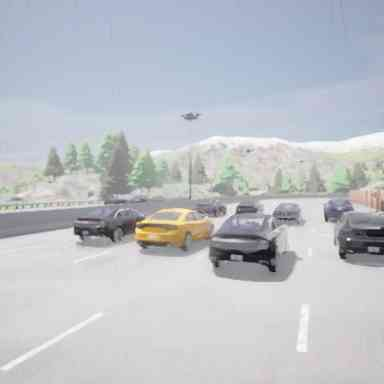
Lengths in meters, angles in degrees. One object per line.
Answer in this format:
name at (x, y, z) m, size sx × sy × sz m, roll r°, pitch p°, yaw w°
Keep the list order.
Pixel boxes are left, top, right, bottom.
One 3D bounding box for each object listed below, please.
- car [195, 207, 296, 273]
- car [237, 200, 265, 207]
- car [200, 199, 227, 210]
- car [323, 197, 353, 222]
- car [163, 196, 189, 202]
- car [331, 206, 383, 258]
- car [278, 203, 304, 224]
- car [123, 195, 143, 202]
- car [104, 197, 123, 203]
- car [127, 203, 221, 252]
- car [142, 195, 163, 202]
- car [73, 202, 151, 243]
car at (2.009, 1.465, 10.772) m, size 2.128 × 1.511 × 4.902 m, roll 0°, pitch 0°, yaw 21°
car at (5.140, 1.435, 29.069) m, size 1.837 × 1.490 × 4.892 m, roll 0°, pitch 1°, yaw 21°
car at (1.848, 1.418, 30.261) m, size 2.128 × 1.511 × 4.902 m, roll 0°, pitch 0°, yaw 21°
car at (11.568, 1.284, 26.282) m, size 2.097 × 1.767 × 4.553 m, roll 0°, pitch 0°, yaw 21°
car at (-2.022, 1.369, 50.333) m, size 2.128 × 1.511 × 4.902 m, roll 0°, pitch 0°, yaw 20°
car at (6.310, 1.473, 12.223) m, size 1.837 × 1.490 × 4.892 m, roll 0°, pitch 0°, yaw 21°
car at (7.066, 1.487, 24.304) m, size 2.033 × 1.411 × 5.357 m, roll 0°, pitch 0°, yaw 21°
car at (-8.476, 1.225, 53.037) m, size 2.097 × 1.767 × 4.553 m, roll 0°, pitch 0°, yaw 21°
car at (-12.058, 1.474, 53.454) m, size 1.895 × 1.301 × 4.718 m, roll 0°, pitch 0°, yaw 21°
car at (-0.486, 1.444, 14.044) m, size 1.882 × 1.535 × 5.008 m, roll 0°, pitch 0°, yaw 21°
car at (-5.313, 1.380, 51.517) m, size 1.837 × 1.490 × 4.892 m, roll 0°, pitch 1°, yaw 21°
car at (-3.512, 1.453, 15.937) m, size 2.128 × 1.511 × 4.902 m, roll 0°, pitch 0°, yaw 21°
